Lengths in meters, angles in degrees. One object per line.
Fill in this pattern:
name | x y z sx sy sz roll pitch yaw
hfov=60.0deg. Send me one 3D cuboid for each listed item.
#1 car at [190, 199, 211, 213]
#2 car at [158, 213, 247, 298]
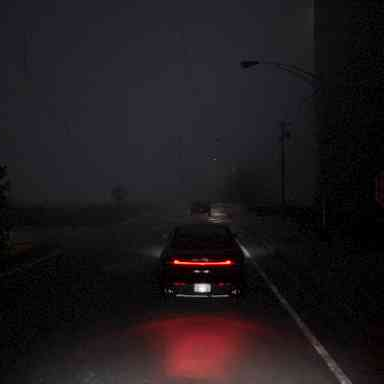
car | 0.869 1.475 33.144 1.882 1.535 5.008 0 0 1
car | 0.257 1.504 8.495 1.837 1.490 4.892 0 0 2
